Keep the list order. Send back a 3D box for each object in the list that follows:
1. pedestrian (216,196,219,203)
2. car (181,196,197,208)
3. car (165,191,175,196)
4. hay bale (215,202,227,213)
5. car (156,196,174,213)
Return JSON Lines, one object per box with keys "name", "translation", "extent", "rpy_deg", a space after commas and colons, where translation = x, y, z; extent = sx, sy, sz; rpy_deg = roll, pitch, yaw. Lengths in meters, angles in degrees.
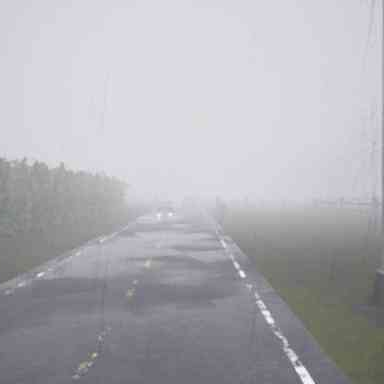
{"name": "pedestrian", "translation": [2.766, 1.263, 36.145], "extent": [0.375, 1.860, 0.375], "rpy_deg": [0, 0, -2]}
{"name": "car", "translation": [-0.304, 1.588, 46.632], "extent": [1.895, 1.301, 4.718], "rpy_deg": [0, 0, -2]}
{"name": "car", "translation": [-5.271, 0.856, 78.784], "extent": [2.150, 2.045, 5.566], "rpy_deg": [0, 0, -6]}
{"name": "hay bale", "translation": [3.076, 1.642, 35.327], "extent": [1.220, 1.180, 1.240], "rpy_deg": [0, 0, -1]}
{"name": "car", "translation": [-2.945, 1.533, 37.326], "extent": [2.033, 1.411, 5.357], "rpy_deg": [0, 0, -1]}
